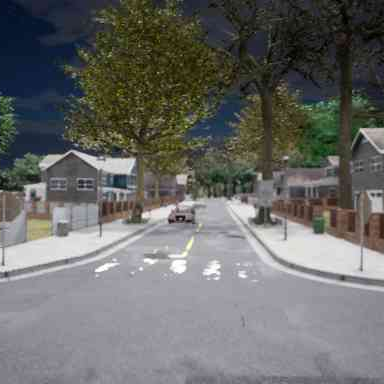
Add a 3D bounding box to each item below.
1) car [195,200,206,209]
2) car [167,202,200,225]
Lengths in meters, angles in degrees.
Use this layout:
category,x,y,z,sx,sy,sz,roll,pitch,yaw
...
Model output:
category,x,y,z,sx,sy,sz,roll,pitch,yaw
car,1.256,1.847,51.584,1.895,1.301,4.718,0,0,4
car,-0.678,1.747,25.613,1.994,1.385,4.181,0,0,4
